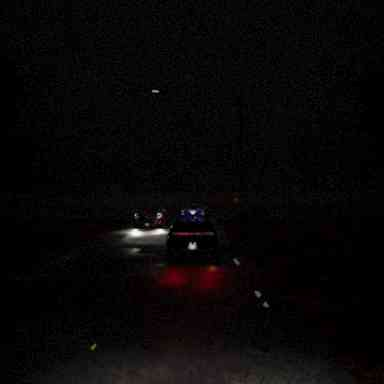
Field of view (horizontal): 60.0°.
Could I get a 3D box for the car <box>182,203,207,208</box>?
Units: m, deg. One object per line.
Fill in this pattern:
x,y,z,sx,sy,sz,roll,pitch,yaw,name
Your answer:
0.172,1.674,28.029,2.097,1.767,4.553,0,-1,3,car

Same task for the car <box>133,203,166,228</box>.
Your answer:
-2.993,1.632,24.608,2.097,1.767,4.553,0,-1,0,car

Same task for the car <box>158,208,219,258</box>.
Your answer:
0.040,1.643,13.508,2.128,1.511,4.902,0,-1,1,car
